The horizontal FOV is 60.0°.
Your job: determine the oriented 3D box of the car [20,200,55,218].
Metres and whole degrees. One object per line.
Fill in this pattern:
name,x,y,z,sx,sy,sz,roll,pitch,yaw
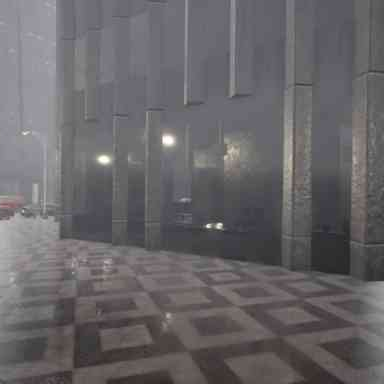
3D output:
car,-13.836,1.741,31.336,1.947,1.339,4.313,1,0,35

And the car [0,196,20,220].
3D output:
car,-17.106,1.462,26.738,2.192,1.841,5.009,1,0,35

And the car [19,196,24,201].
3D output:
car,-20.771,1.352,36.288,2.192,1.841,5.009,1,0,35

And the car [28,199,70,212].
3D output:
car,-17.501,1.633,40.885,1.947,1.339,4.313,1,0,35
